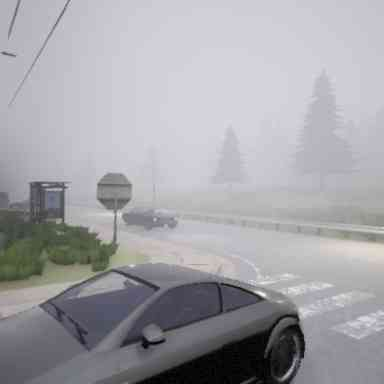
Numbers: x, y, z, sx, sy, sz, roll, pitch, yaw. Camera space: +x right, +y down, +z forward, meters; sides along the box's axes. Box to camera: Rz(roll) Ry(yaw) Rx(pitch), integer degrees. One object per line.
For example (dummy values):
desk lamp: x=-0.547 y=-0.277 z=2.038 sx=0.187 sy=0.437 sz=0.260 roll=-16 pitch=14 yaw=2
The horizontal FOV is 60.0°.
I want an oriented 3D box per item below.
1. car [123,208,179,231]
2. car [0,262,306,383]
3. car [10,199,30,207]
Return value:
car: x=-2.768 y=1.697 z=21.640 sx=1.895 sy=1.301 sz=4.718 roll=1 pitch=0 yaw=-34
car: x=-0.573 y=1.578 z=3.685 sx=4.181 sy=1.385 sz=1.994 roll=1 pitch=0 yaw=-40
car: x=-20.003 y=1.549 z=41.558 sx=5.008 sy=1.535 sz=1.882 roll=1 pitch=0 yaw=-14
